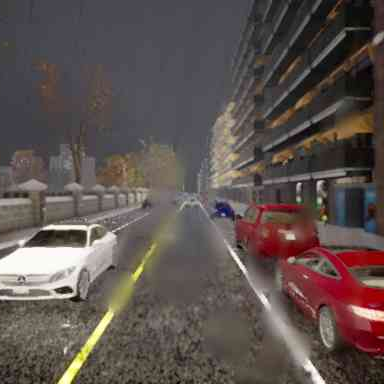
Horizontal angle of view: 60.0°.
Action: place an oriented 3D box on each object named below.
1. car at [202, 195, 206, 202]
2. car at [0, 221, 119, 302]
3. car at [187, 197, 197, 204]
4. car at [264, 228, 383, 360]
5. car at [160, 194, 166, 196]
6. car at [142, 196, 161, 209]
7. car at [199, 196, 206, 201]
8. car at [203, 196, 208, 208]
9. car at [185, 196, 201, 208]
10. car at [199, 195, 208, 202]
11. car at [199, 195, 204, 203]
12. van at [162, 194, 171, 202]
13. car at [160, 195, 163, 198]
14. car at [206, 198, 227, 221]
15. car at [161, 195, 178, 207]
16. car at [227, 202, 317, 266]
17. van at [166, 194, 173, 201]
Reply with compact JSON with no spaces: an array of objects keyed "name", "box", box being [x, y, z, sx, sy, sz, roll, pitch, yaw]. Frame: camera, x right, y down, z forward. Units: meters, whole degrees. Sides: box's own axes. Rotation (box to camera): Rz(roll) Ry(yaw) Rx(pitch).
[{"name":"car","box":[2.685,1.525,45.243,1.887,1.381,4.507,0,0,0]},{"name":"car","box":[-3.102,1.519,8.355,1.812,1.442,4.674,0,0,0]},{"name":"car","box":[-0.008,1.596,65.100,1.895,1.301,4.718,0,0,0]},{"name":"car","box":[2.690,1.577,5.831,1.802,1.307,4.206,0,0,0]},{"name":"car","box":[-5.698,1.523,56.501,1.887,1.381,4.507,0,0,0]},{"name":"car","box":[-5.696,1.546,45.243,1.947,1.339,4.313,0,0,0]},{"name":"car","box":[2.678,1.591,84.654,1.802,1.307,4.206,0,0,0]},{"name":"car","box":[2.685,1.533,39.612,2.008,1.369,4.403,0,0,0]},{"name":"car","box":[0.007,1.580,48.060,1.895,1.301,4.718,0,0,0]},{"name":"car","box":[2.679,1.442,79.023,1.967,1.590,4.097,0,0,0]},{"name":"car","box":[2.681,1.572,67.761,1.802,1.307,4.206,0,0,0]},{"name":"van","box":[-5.700,1.337,73.391,1.690,1.788,3.998,0,0,0]},{"name":"car","box":[-5.697,1.560,50.873,1.802,1.307,4.206,0,0,0]},{"name":"car","box":[2.347,1.511,27.170,1.812,1.442,4.674,0,0,0]},{"name":"car","box":[-3.082,1.579,50.153,1.895,1.301,4.718,0,0,0]},{"name":"car","box":[2.689,1.307,11.460,2.192,1.841,5.009,0,0,0]},{"name":"van","box":[-5.702,1.349,84.652,1.690,1.788,3.998,0,0,0]}]
